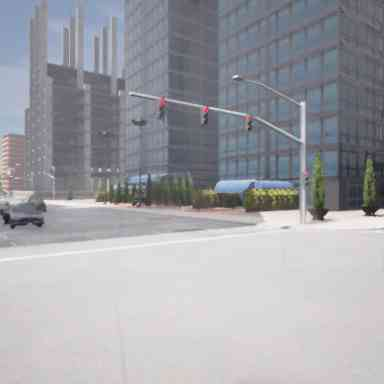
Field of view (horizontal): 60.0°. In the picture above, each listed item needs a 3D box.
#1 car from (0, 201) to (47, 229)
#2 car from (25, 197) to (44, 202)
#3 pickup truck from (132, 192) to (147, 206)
[{"bbox_3d":[-11.270,1.545,22.095,2.033,1.411,5.357,0,0,-36],"label":"car"},{"bbox_3d":[-17.952,1.348,37.540,2.097,1.767,4.553,0,0,-36],"label":"car"},{"bbox_3d":[-7.843,1.049,51.720,2.390,2.098,6.274,0,0,-6],"label":"pickup truck"}]
